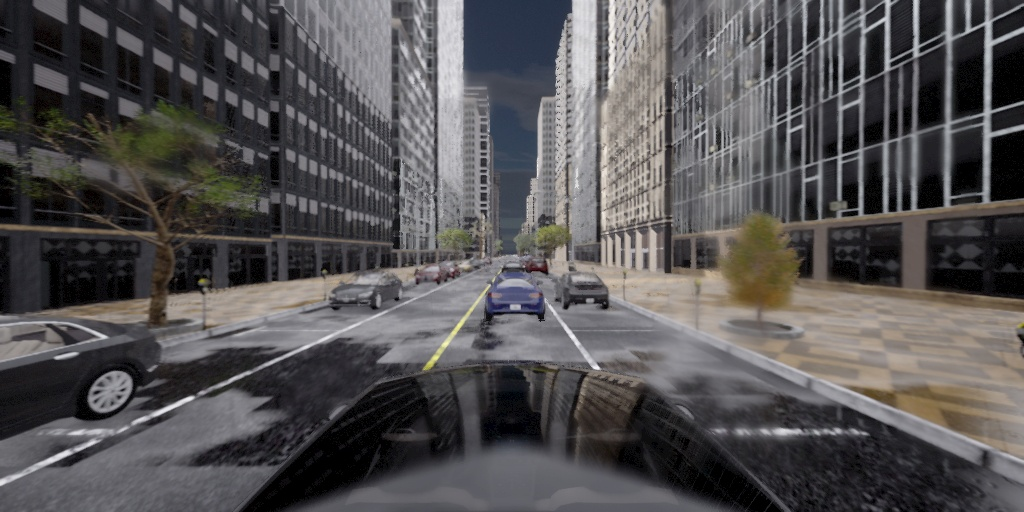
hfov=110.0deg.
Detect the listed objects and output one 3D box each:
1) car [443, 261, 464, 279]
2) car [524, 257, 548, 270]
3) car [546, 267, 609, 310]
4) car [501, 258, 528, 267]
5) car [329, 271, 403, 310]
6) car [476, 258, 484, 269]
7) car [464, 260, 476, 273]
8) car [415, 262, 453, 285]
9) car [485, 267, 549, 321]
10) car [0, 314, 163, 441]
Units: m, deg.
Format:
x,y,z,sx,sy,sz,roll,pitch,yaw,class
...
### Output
x,y,z,sx,sy,sz,roll,pitch,yaw,class
-5.703,1.173,31.549,1.967,1.591,4.097,0,0,0,car
2.675,1.045,37.236,2.192,1.841,5.009,0,0,0,car
2.684,1.294,14.501,2.007,1.370,4.403,0,0,0,car
0.093,1.212,29.717,1.882,1.535,5.008,0,0,0,car
-5.697,1.294,14.498,2.007,1.370,4.403,0,0,0,car
-5.713,1.285,54.284,1.948,1.339,4.313,0,0,0,car
-5.707,1.252,42.747,1.751,1.417,4.829,0,0,0,car
-5.701,1.319,25.865,1.802,1.307,4.207,0,0,0,car
0.096,1.270,12.342,1.812,1.442,4.674,0,0,0,car
-5.692,1.300,3.131,2.007,1.370,4.403,0,0,0,car
